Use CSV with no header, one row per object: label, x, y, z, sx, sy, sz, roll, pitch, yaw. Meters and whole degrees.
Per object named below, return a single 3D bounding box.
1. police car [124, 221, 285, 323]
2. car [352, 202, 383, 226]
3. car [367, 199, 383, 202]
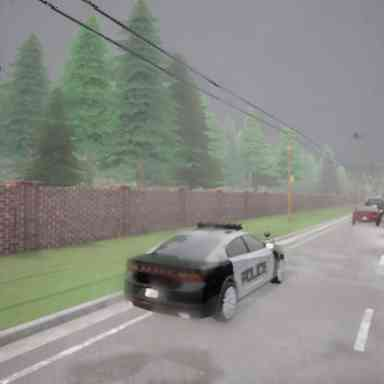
police car,0.709,1.507,7.706,1.930,1.638,5.238,0,-1,32
car,14.318,1.856,27.094,1.882,1.535,5.008,0,-1,32
car,21.050,1.761,37.872,2.150,2.045,5.566,0,0,32
